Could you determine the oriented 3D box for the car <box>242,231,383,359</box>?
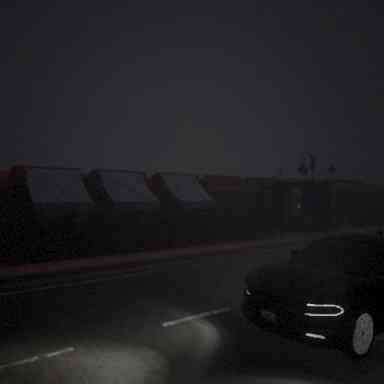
[{"bbox_3d":[3.130,1.537,6.241,5.008,1.535,1.882,1,-1,-36],"label":"car"}]
